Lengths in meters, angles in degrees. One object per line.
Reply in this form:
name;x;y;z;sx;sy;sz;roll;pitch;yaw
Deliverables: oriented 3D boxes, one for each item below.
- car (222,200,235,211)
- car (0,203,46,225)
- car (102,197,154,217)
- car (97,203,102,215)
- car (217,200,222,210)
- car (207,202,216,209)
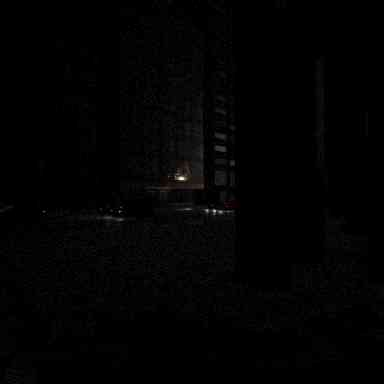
car;6.979;2.148;48.986;2.033;1.411;5.357;0;-1;36
car;-13.793;1.722;26.001;1.812;1.442;4.674;0;-1;36
car;-6.546;1.584;36.055;2.150;2.045;5.566;0;-1;36
car;-8.462;1.613;38.954;2.150;2.045;5.566;0;-1;36
car;6.477;2.140;53.945;1.882;1.535;5.008;0;-1;36
car;4.326;2.197;56.502;1.837;1.490;4.892;0;-1;36
